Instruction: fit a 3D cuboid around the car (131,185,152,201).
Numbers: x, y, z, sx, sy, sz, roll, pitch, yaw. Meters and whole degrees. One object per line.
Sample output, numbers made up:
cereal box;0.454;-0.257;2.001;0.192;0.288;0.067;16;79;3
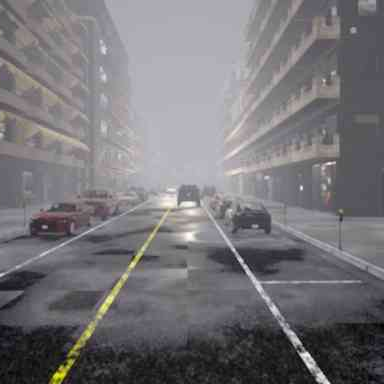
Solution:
car;-6.171;0.179;37.688;2.192;1.841;5.009;1;2;-1

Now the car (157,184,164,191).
car;-6.623;-0.822;71.077;2.192;1.841;5.009;1;2;-1

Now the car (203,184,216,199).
car;2.134;-0.002;43.333;2.192;1.841;5.009;1;2;-1

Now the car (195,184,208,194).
car;1.832;-0.669;65.592;2.192;1.841;5.009;1;2;-1

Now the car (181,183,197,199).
car;-0.497;-0.169;45.901;2.150;2.045;5.566;0;2;-2

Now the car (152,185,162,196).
car;-6.400;-0.072;54.391;1.947;1.339;4.313;1;2;-1

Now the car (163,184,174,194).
car;-3.865;-0.378;63.173;1.812;1.442;4.674;0;2;0

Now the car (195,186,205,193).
car;1.754;-0.600;71.165;2.008;1.369;4.403;1;2;-1

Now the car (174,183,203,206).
car;-0.313;0.239;32.344;2.150;2.045;5.566;0;2;-1

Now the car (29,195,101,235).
car;-5.872;1.080;15.436;1.887;1.381;4.507;1;2;-1

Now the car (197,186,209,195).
car;1.905;-0.273;60.034;1.887;1.381;4.507;1;2;-1

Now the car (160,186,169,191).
car;-6.777;-0.887;82.216;1.802;1.307;4.206;1;2;-1

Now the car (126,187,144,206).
car;-6.096;0.562;31.960;1.752;1.417;4.829;1;2;-1

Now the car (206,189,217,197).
car;2.356;0.705;26.814;1.752;1.417;4.829;1;2;-1

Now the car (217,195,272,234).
car;2.508;1.072;15.516;2.008;1.369;4.403;1;2;-1

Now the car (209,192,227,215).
car;2.433;0.904;21.080;2.008;1.369;4.403;1;2;-1

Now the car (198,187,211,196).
car;1.981;-0.101;54.470;2.008;1.369;4.403;1;2;-1

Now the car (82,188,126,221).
car;-5.944;0.682;20.994;2.192;1.841;5.009;1;2;-1
